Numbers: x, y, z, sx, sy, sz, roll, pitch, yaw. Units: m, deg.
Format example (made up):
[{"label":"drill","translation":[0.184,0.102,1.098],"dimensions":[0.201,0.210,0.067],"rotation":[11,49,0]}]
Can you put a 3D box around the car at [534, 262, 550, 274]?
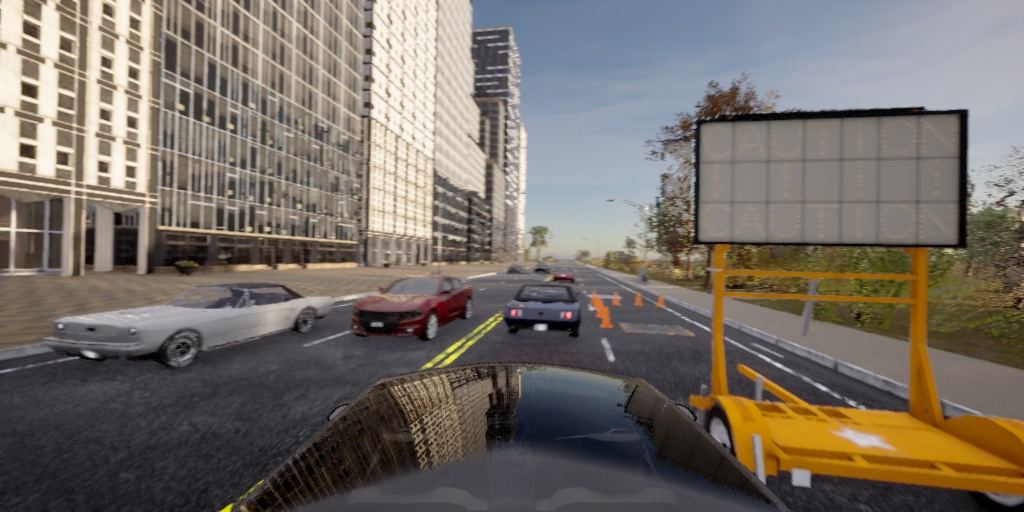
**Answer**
[{"label":"car","translation":[4.344,1.656,51.301],"dimensions":[2.097,1.767,4.553],"rotation":[1,-1,10]}]

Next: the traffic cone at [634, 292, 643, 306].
[{"label":"traffic cone","translation":[5.821,1.973,16.529],"dimensions":[0.340,0.580,0.340],"rotation":[0,0,9]}]

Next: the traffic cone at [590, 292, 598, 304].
[{"label":"traffic cone","translation":[3.521,1.905,14.884],"dimensions":[0.340,0.580,0.340],"rotation":[0,0,9]}]

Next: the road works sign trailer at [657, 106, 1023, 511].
[{"label":"road works sign trailer","translation":[3.080,0.304,3.807],"dimensions":[2.380,3.560,2.880],"rotation":[0,0,9]}]

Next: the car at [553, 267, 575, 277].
[{"label":"car","translation":[4.953,1.724,34.199],"dimensions":[1.994,1.385,4.181],"rotation":[1,-1,9]}]

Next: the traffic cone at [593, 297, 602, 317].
[{"label":"traffic cone","translation":[3.193,1.880,12.911],"dimensions":[0.340,0.580,0.340],"rotation":[0,0,9]}]

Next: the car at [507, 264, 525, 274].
[{"label":"car","translation":[0.578,1.755,48.526],"dimensions":[1.994,1.385,4.181],"rotation":[1,0,10]}]

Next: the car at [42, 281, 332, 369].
[{"label":"car","translation":[-6.229,1.262,7.781],"dimensions":[1.895,1.301,4.718],"rotation":[1,-1,9]}]

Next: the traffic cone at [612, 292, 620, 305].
[{"label":"traffic cone","translation":[4.835,1.952,16.693],"dimensions":[0.340,0.580,0.340],"rotation":[0,0,9]}]

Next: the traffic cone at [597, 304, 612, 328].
[{"label":"traffic cone","translation":[2.865,1.854,10.939],"dimensions":[0.340,0.580,0.340],"rotation":[0,0,9]}]

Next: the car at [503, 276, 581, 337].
[{"label":"car","translation":[1.067,1.457,10.833],"dimensions":[1.895,1.301,4.718],"rotation":[1,-1,9]}]

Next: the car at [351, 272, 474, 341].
[{"label":"car","translation":[-2.521,1.246,10.251],"dimensions":[1.882,1.535,5.008],"rotation":[1,-1,9]}]
